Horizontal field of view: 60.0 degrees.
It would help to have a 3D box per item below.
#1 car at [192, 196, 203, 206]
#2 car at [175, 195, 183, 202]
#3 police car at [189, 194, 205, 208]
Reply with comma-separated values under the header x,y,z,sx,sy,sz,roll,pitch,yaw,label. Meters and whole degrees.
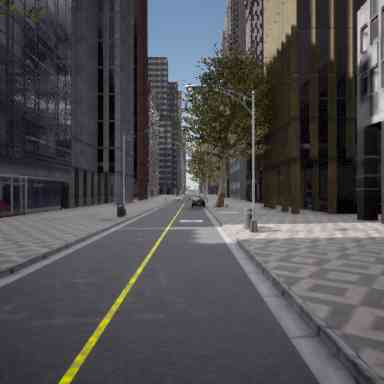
x,y,z,sx,sy,sz,roll,pitch,yaw,label
0.900,1.476,57.680,1.882,1.535,5.008,0,0,0,car
-3.000,1.434,76.729,1.882,1.535,5.008,0,0,0,car
0.900,1.424,47.790,1.930,1.638,5.238,0,0,0,police car
